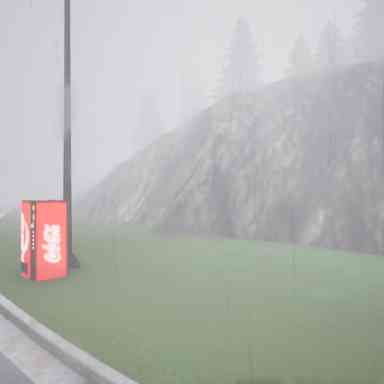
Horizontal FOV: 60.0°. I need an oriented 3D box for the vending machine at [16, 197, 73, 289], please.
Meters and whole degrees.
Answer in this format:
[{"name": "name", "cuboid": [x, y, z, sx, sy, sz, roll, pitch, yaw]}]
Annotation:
[{"name": "vending machine", "cuboid": [-3.727, 1.195, 8.412, 1.100, 2.100, 0.880, 0, 0, -41]}]
